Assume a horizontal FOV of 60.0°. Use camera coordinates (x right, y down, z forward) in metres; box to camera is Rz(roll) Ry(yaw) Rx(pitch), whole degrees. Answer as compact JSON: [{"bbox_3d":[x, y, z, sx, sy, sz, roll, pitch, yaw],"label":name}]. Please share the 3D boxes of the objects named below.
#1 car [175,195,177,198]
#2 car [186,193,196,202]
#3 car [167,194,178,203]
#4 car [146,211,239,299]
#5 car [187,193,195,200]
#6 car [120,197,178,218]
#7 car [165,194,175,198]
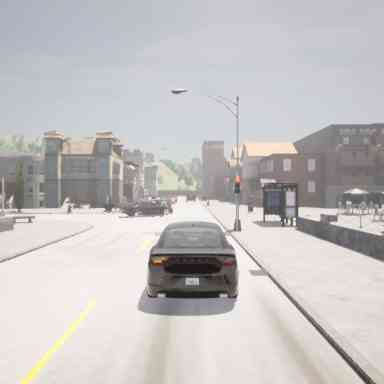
[{"bbox_3d":[-4.229,1.351,61.079,2.097,1.767,4.553,0,0,0],"label":"car"},{"bbox_3d":[-0.205,1.216,76.661,2.150,2.045,5.566,0,0,0],"label":"car"},{"bbox_3d":[-4.190,1.354,71.142,2.097,1.767,4.553,0,0,0],"label":"car"},{"bbox_3d":[0.028,1.478,8.534,1.882,1.535,5.008,0,0,0],"label":"car"},{"bbox_3d":[-0.233,1.186,87.021,2.097,1.767,4.553,0,0,0],"label":"car"},{"bbox_3d":[-4.096,1.505,30.505,4.892,1.490,1.837,0,2,-34],"label":"car"},{"bbox_3d":[-4.232,1.491,51.979,2.128,1.511,4.902,0,0,0],"label":"car"}]
